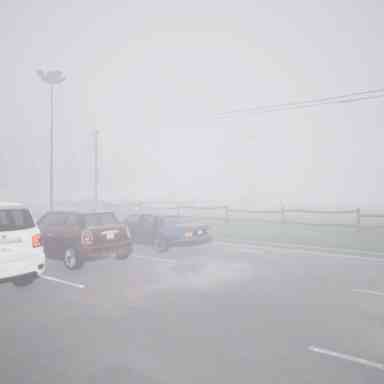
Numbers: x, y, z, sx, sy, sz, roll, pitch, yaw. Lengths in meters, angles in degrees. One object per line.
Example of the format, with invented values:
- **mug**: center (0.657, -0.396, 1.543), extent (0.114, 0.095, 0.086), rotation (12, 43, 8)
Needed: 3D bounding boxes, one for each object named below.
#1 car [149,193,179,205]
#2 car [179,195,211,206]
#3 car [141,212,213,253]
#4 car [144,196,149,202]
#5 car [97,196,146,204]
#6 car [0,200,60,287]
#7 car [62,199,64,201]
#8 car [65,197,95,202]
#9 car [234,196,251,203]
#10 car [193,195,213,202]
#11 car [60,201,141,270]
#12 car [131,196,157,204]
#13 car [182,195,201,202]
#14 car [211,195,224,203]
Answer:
- **car**: center (-4.436, 1.214, 58.299), extent (2.150, 2.045, 5.566), rotation (0, 0, 36)
- **car**: center (0.473, 1.597, 53.169), extent (1.895, 1.301, 4.718), rotation (0, 0, 36)
- **car**: center (-1.740, 1.546, 13.782), extent (5.357, 1.411, 2.033), rotation (0, 0, 36)
- **car**: center (-6.598, 1.499, 61.255), extent (1.837, 1.490, 4.892), rotation (0, 0, 36)
- **car**: center (-8.601, 1.544, 40.746), extent (2.033, 1.411, 5.357), rotation (0, 0, 36)
- **car**: center (-5.845, 1.220, 8.109), extent (5.566, 2.045, 2.150), rotation (0, 0, 36)
- **car**: center (-18.895, 1.596, 50.383), extent (1.895, 1.301, 4.718), rotation (0, 0, 36)
- **car**: center (-14.118, 1.473, 45.056), extent (1.882, 1.535, 5.008), rotation (0, 0, 36)
- **car**: center (10.171, 1.499, 66.315), extent (1.837, 1.490, 4.892), rotation (0, 0, 37)
- **car**: center (2.463, 1.486, 73.532), extent (1.837, 1.490, 4.892), rotation (0, 0, 36)
- **car**: center (-4.176, 1.351, 11.222), extent (4.553, 1.767, 2.097), rotation (0, 0, 36)
- **car**: center (-9.140, 1.487, 63.685), extent (2.128, 1.511, 4.902), rotation (0, 0, 37)
- **car**: center (-0.137, 1.485, 75.906), extent (1.837, 1.490, 4.892), rotation (0, 0, 36)
- **car**: center (4.984, 1.344, 71.049), extent (2.097, 1.767, 4.553), rotation (0, 0, 36)
